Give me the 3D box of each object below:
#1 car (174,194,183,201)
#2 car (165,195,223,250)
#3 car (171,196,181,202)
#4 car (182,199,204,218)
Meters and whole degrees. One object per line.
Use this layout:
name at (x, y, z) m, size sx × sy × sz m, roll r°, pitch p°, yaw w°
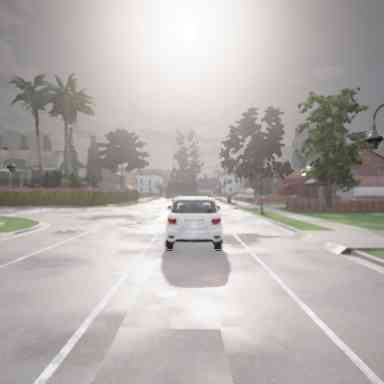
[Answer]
car at (-3.515, 1.429, 87.643) m, size 2.128 × 1.511 × 4.902 m, roll 0°, pitch 0°, yaw 0°
car at (0.076, 1.205, 14.394) m, size 2.150 × 2.045 × 5.566 m, roll 0°, pitch 0°, yaw 0°
car at (-3.513, 1.520, 72.313) m, size 1.895 × 1.301 × 4.718 m, roll 0°, pitch 0°, yaw 0°
car at (0.085, 1.463, 30.766) m, size 1.837 × 1.490 × 4.892 m, roll 0°, pitch 0°, yaw 0°
